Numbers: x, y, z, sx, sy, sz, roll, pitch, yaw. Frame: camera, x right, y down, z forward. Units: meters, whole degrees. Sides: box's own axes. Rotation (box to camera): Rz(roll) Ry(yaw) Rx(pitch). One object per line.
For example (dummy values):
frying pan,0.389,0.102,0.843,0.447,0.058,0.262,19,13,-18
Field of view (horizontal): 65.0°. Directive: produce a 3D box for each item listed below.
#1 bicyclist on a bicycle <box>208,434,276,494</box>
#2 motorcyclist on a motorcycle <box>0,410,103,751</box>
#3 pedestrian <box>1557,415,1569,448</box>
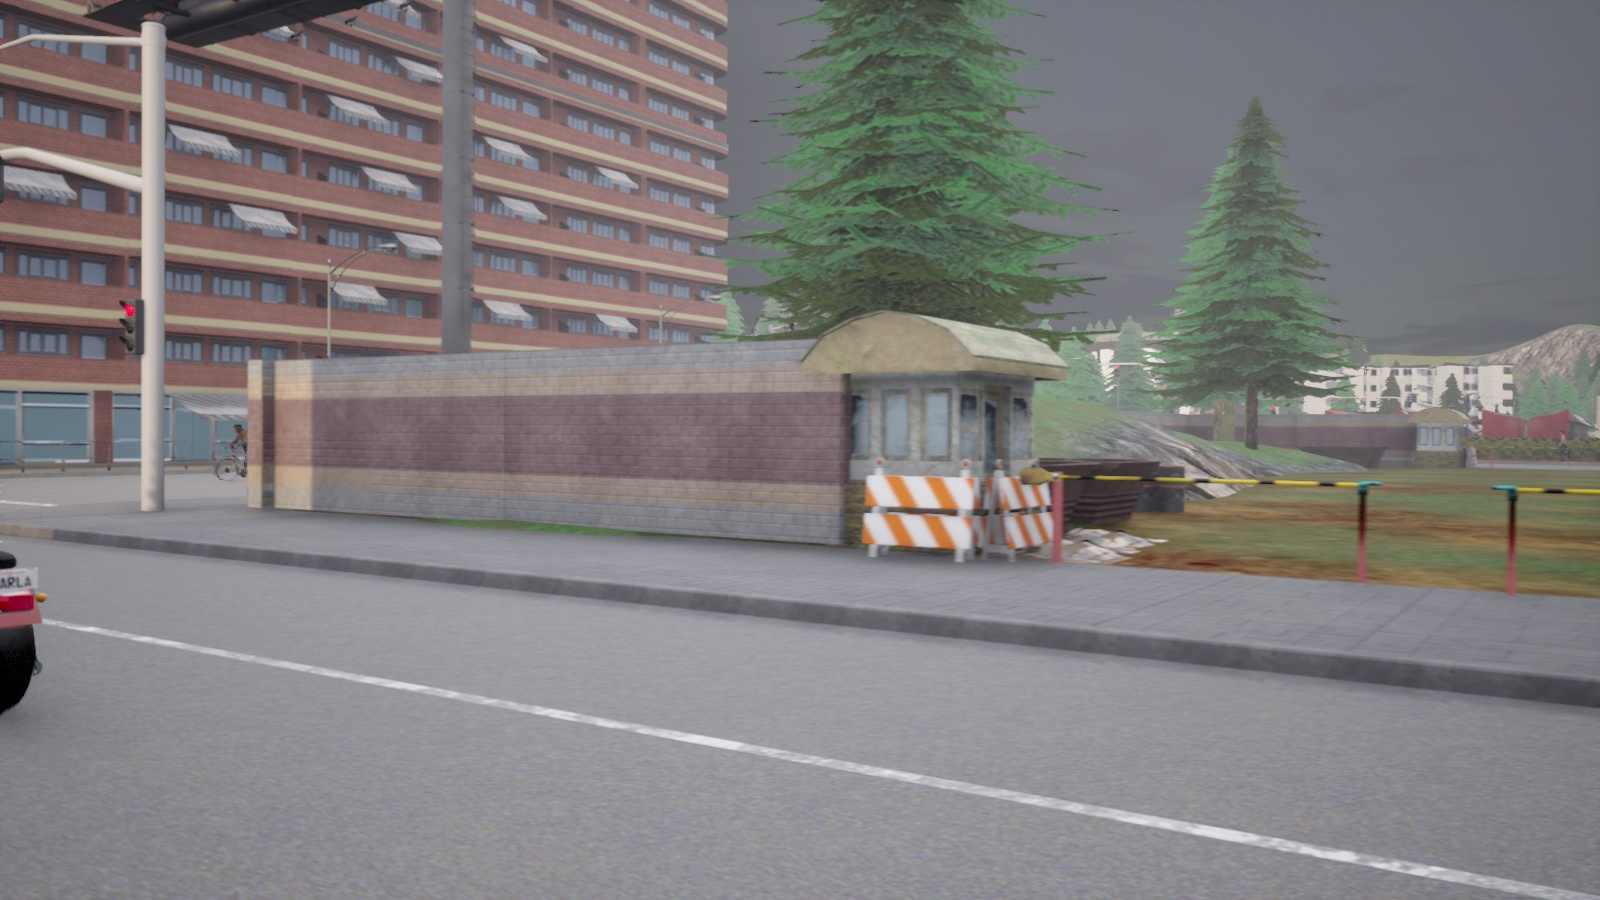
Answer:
bicyclist on a bicycle,-15.576,0.363,35.103,0.582,1.620,1.656,0,1,33
motorcyclist on a motorcycle,-4.804,0.636,6.820,2.350,1.649,0.766,0,1,34
pedestrian,43.191,-1.030,71.084,0.594,1.836,0.345,0,1,35
